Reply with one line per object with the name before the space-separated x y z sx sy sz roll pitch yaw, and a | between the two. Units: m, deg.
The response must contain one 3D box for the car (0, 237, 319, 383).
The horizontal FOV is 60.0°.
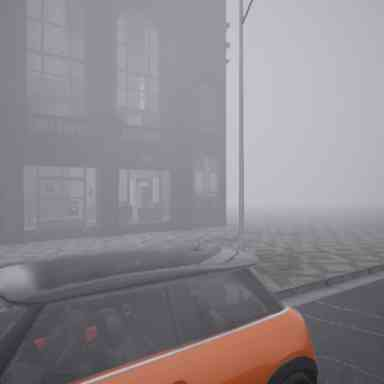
car | -1.084 1.352 2.606 4.553 1.767 2.097 0 0 -35
